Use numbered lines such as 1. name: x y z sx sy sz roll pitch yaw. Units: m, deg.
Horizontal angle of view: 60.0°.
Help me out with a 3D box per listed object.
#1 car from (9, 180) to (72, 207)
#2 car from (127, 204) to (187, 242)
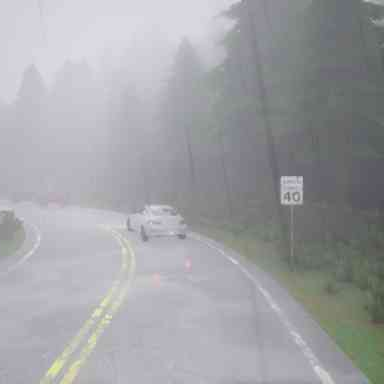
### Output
1. car: -12.191 0.092 26.825 5.566 2.045 2.150 4 1 28
2. car: -1.653 1.266 15.034 1.812 1.442 4.674 0 2 -22
